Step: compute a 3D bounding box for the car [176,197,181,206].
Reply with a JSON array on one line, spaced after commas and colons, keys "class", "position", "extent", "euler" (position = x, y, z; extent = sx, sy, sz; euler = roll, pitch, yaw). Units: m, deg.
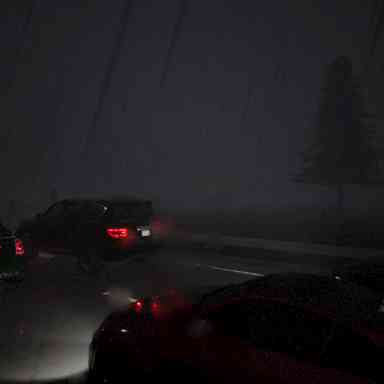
[{"class": "car", "position": [-2.307, 1.525, 52.863], "extent": [1.812, 1.442, 4.674], "euler": [0, 0, 36]}]

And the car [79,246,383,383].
[{"class": "car", "position": [0.865, 1.564, 3.371], "extent": [4.181, 1.385, 1.994], "euler": [0, 0, 35]}]

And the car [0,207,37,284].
[{"class": "car", "position": [-6.188, 1.352, 8.364], "extent": [4.553, 1.767, 2.097], "euler": [0, 0, 36]}]

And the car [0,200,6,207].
[{"class": "car", "position": [-18.067, 1.477, 31.486], "extent": [1.882, 1.535, 5.008], "euler": [0, 0, 39]}]

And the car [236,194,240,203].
[{"class": "car", "position": [7.384, 1.311, 65.968], "extent": [2.150, 2.045, 5.566], "euler": [0, 0, 36]}]

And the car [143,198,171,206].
[{"class": "car", "position": [-5.648, 1.600, 54.213], "extent": [1.895, 1.301, 4.718], "euler": [0, 0, 36]}]

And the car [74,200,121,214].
[{"class": "car", "position": [-10.163, 1.600, 36.162], "extent": [1.895, 1.301, 4.718], "euler": [0, 0, 36]}]

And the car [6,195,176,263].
[{"class": "car", "position": [-3.445, 1.221, 10.707], "extent": [5.566, 2.045, 2.150], "euler": [0, 0, 36]}]

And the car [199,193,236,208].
[{"class": "car", "position": [3.825, 1.221, 49.378], "extent": [2.150, 2.045, 5.566], "euler": [0, 0, 36]}]

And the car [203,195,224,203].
[{"class": "car", "position": [4.505, 1.485, 67.962], "extent": [1.882, 1.535, 5.008], "euler": [0, 0, 36]}]

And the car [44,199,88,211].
[{"class": "car", "position": [-15.396, 1.600, 40.867], "extent": [1.895, 1.301, 4.718], "euler": [0, 0, 36]}]

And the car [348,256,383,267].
[{"class": "car", "position": [4.734, 1.478, 4.913], "extent": [5.008, 1.535, 1.882], "euler": [0, 0, 35]}]

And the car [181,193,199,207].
[{"class": "car", "position": [1.186, 1.222, 51.696], "extent": [2.150, 2.045, 5.566], "euler": [0, 0, 36]}]
